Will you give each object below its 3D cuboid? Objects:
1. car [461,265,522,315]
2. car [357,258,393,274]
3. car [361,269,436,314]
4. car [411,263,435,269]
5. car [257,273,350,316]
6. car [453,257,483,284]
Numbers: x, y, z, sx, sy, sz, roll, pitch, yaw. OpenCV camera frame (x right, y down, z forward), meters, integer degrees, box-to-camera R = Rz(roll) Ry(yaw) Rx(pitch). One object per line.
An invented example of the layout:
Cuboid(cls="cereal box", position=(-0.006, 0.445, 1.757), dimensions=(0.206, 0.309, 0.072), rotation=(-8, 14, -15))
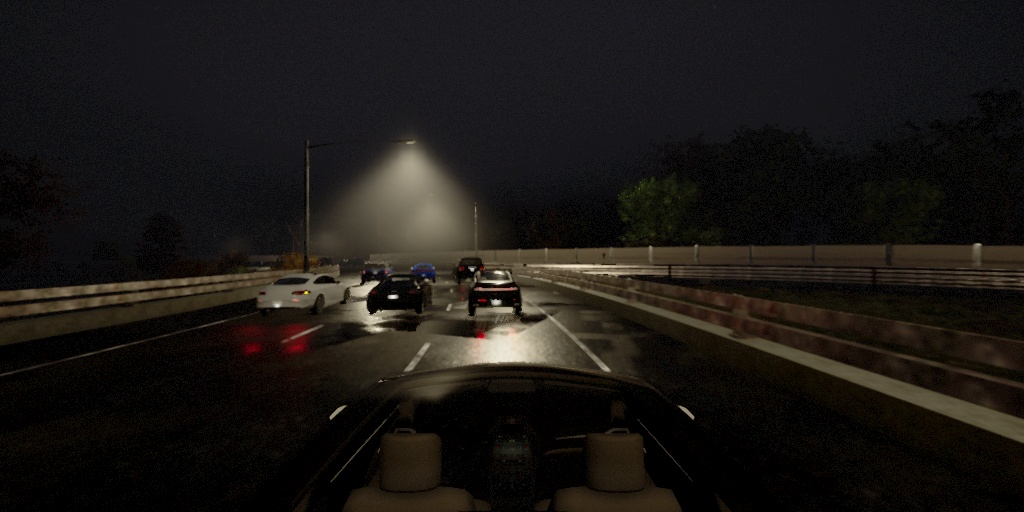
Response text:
Cuboid(cls="car", position=(-0.770, 1.296, 13.936), dimensions=(2.128, 1.511, 4.902), rotation=(0, 0, -7))
Cuboid(cls="car", position=(-10.649, 1.267, 28.576), dimensions=(2.097, 1.767, 4.553), rotation=(0, 0, -15))
Cuboid(cls="car", position=(-4.342, 1.389, 14.363), dimensions=(1.994, 1.385, 4.181), rotation=(0, 0, -7))
Cuboid(cls="car", position=(-7.676, 1.388, 30.987), dimensions=(1.882, 1.535, 5.008), rotation=(0, 0, -15))
Cuboid(cls="car", position=(-7.797, 1.367, 13.789), dimensions=(1.812, 1.442, 4.674), rotation=(0, -1, -7))
Cuboid(cls="car", position=(-3.550, 1.105, 29.163), dimensions=(2.150, 2.045, 5.566), rotation=(0, 0, -14))
